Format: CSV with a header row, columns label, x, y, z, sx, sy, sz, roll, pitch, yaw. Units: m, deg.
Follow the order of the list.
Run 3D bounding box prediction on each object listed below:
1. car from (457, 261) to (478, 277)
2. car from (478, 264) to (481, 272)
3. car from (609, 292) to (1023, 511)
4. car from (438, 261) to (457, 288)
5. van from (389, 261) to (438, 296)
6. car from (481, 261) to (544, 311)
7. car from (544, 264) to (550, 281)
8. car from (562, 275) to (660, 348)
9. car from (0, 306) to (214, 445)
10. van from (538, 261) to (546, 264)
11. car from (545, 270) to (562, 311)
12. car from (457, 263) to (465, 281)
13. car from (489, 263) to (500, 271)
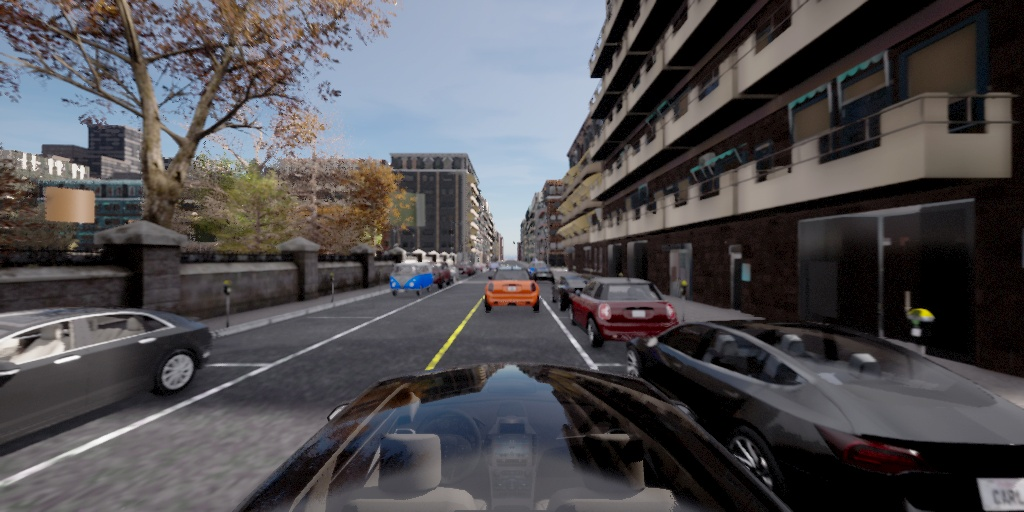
label,x,y,z,sx,sy,sz,roll,pitch,yaw
car,-5.699,1.486,42.744,2.192,1.841,5.009,0,0,0
car,-5.700,1.795,48.279,1.948,1.339,4.313,0,0,0
car,2.689,1.339,4.002,1.948,1.339,4.313,0,0,0
car,-5.696,1.314,26.139,2.192,1.841,5.009,0,0,0
van,-5.695,1.284,20.603,1.690,1.789,3.998,0,0,0
car,0.022,1.239,15.268,2.097,1.767,4.553,0,-1,1
car,2.684,1.623,31.676,1.948,1.339,4.313,0,0,0
car,2.688,1.270,9.536,1.967,1.591,4.097,0,0,0
car,-5.691,1.324,4.000,2.007,1.370,4.403,0,0,0
van,2.683,1.455,37.211,1.690,1.789,3.998,0,0,0
car,2.687,1.452,15.071,1.948,1.339,4.313,0,0,0
car,-5.697,1.607,31.673,2.007,1.370,4.403,0,0,0
car,-3.035,1.907,62.783,1.812,1.442,4.674,0,-1,0
